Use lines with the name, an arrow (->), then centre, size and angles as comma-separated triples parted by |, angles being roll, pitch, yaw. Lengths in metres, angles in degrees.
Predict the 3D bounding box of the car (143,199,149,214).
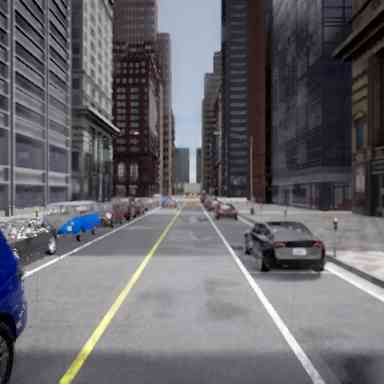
car -> -5.760, 1.577, 33.157 | 1.947, 1.339, 4.313 | 0, 0, 0

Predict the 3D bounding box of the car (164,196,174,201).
car -> -5.753, 1.614, 83.886 | 2.008, 1.369, 4.403 | 0, 0, 0

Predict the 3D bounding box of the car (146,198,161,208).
car -> -5.758, 1.604, 50.067 | 1.802, 1.307, 4.206 | 0, 0, 0

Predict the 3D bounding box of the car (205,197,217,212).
car -> 2.766, 1.596, 38.797 | 1.802, 1.307, 4.206 | 0, 0, 0

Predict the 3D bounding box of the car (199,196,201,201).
car -> 2.768, 1.348, 61.342 | 2.192, 1.841, 5.009 | 0, 0, 0

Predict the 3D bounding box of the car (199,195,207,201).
car -> 2.772, 1.504, 83.886 | 1.967, 1.590, 4.097 | 0, 0, 0

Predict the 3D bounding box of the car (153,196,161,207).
car -> -5.758, 1.568, 44.429 | 2.008, 1.369, 4.403 | 0, 0, 0

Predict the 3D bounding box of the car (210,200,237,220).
car -> 2.764, 1.591, 27.525 | 1.802, 1.307, 4.206 | 0, 0, 0

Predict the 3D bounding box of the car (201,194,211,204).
car -> 2.767, 1.462, 50.070 | 1.967, 1.590, 4.097 | 0, 0, 0

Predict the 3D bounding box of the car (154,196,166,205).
car -> -5.756, 1.558, 61.170 | 1.752, 1.417, 4.829 | 0, 0, 0

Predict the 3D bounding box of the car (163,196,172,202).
car -> -5.754, 1.621, 78.249 | 1.947, 1.339, 4.313 | 0, 0, 0

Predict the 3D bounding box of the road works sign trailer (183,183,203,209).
road works sign trailer -> 0.007, 0.483, 46.324 | 2.380, 3.560, 2.880 | 0, 0, 0

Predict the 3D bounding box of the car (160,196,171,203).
car -> -5.754, 1.613, 72.613 | 1.947, 1.339, 4.313 | 0, 0, 0

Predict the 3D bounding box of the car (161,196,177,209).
car -> -3.078, 1.582, 45.132 | 1.994, 1.385, 4.181 | 0, 0, 0

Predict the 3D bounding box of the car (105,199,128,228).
car -> -5.762, 1.447, 21.883 | 1.967, 1.590, 4.097 | 0, 0, 0

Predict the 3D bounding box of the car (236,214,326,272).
car -> 2.762, 1.568, 10.615 | 1.947, 1.339, 4.313 | 0, 0, 0

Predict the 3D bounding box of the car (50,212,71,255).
car -> -5.763, 1.553, 10.610 | 2.008, 1.369, 4.403 | 0, 0, 0

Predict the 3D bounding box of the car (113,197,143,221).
car -> -5.762, 1.324, 27.520 | 2.192, 1.841, 5.009 | 0, 0, 0

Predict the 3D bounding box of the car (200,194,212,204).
car -> 2.768, 1.354, 66.978 | 2.192, 1.841, 5.009 | 0, 0, 0

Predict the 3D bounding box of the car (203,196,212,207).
car -> 2.767, 1.599, 44.434 | 1.802, 1.307, 4.206 | 0, 0, 0

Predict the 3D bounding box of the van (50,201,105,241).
van -> -5.763, 1.345, 16.246 | 1.690, 1.788, 3.998 | 0, 0, 0

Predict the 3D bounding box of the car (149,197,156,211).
car -> -5.759, 1.580, 38.793 | 1.947, 1.339, 4.313 | 0, 0, 0

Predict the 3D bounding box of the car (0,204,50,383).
car -> -3.099, 1.222, 1.866 | 2.150, 2.045, 5.566 | 0, 0, 0

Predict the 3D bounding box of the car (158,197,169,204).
car -> -5.755, 1.621, 66.976 | 1.802, 1.307, 4.206 | 0, 0, 0
